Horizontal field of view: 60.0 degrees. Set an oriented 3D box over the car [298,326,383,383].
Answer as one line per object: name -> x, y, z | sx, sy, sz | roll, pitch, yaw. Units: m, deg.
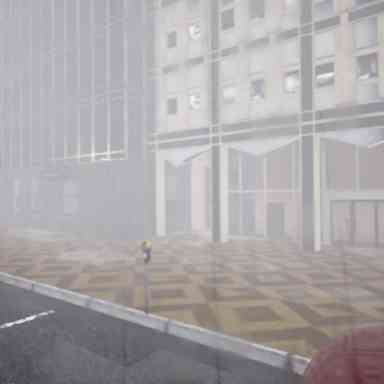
car -> 2.755, 1.306, 0.913 | 5.009, 1.841, 2.192 | 0, 0, 36
